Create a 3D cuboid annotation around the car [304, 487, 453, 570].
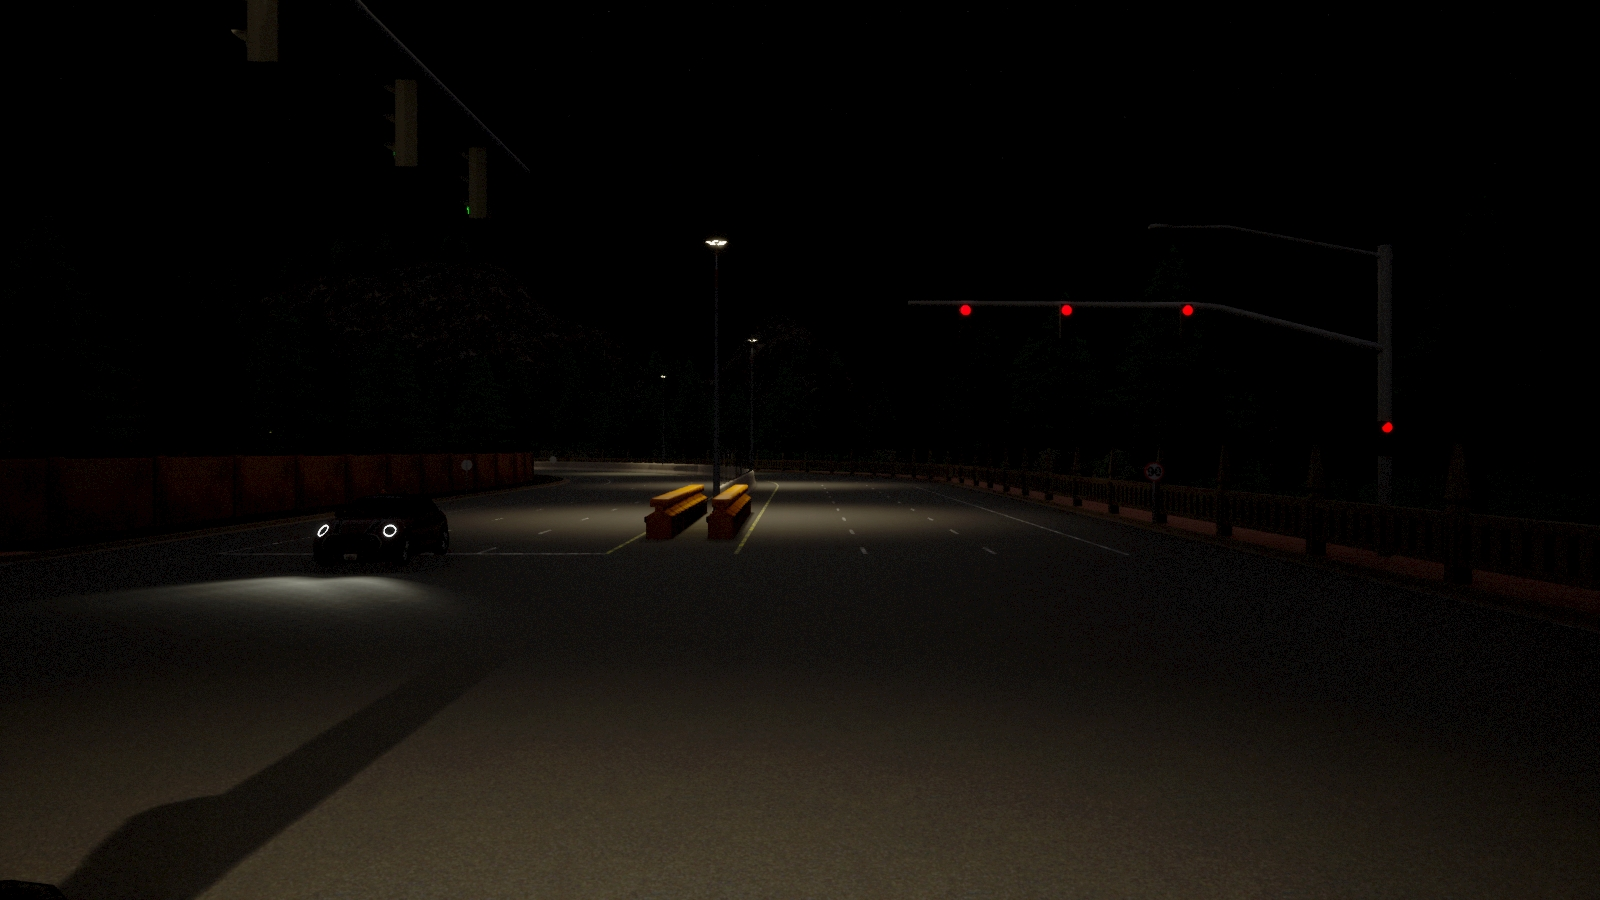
[{"bbox_3d":[-10.504,1.906,28.861,2.097,1.767,4.553,0,0,0],"label":"car"}]
